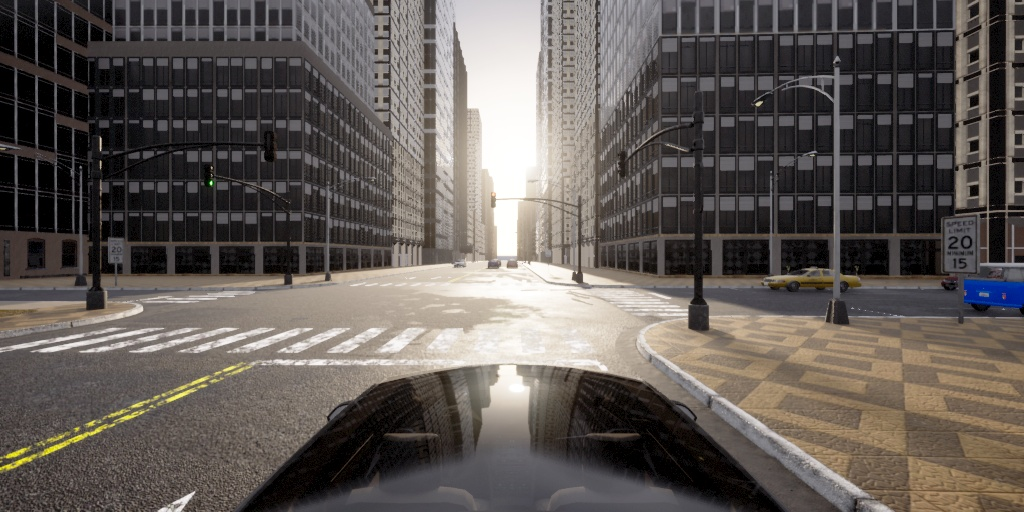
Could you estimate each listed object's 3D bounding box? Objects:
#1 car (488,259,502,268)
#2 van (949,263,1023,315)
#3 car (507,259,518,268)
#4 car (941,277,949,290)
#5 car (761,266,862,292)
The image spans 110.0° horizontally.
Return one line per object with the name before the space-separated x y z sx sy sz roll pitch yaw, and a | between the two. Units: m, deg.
car | -3.212 1.335 62.826 1.882 1.535 5.008 0 0 0
van | 18.365 1.119 12.474 3.998 1.789 1.690 0 0 2
car | 0.039 1.425 63.657 1.994 1.385 4.181 0 0 0
car | 26.933 1.356 20.155 4.207 1.307 1.802 0 0 2
car | 17.099 1.293 20.646 4.829 1.417 1.751 0 0 2
